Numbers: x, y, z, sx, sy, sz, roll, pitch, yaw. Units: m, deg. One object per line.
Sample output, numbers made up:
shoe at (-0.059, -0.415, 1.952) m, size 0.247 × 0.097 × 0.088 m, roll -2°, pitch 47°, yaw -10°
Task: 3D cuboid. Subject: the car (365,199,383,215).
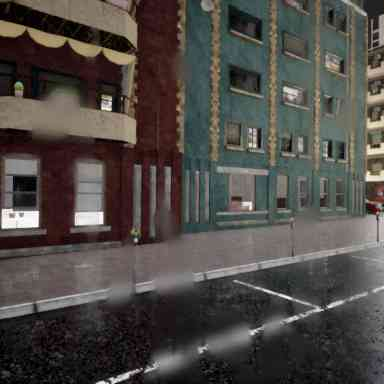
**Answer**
car at (15.703, 1.241, 32.220) m, size 2.192 × 1.841 × 5.009 m, roll 1°, pitch 0°, yaw -36°
